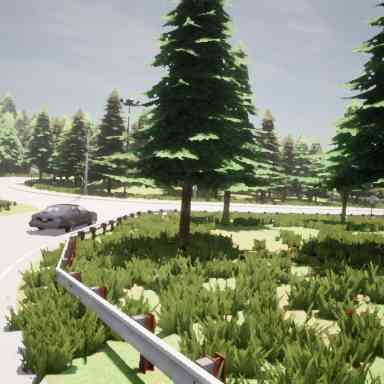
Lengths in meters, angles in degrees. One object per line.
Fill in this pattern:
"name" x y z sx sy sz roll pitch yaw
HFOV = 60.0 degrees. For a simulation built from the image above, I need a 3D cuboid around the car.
"car" -7.216 1.375 19.248 2.033 1.411 5.357 4 2 5
